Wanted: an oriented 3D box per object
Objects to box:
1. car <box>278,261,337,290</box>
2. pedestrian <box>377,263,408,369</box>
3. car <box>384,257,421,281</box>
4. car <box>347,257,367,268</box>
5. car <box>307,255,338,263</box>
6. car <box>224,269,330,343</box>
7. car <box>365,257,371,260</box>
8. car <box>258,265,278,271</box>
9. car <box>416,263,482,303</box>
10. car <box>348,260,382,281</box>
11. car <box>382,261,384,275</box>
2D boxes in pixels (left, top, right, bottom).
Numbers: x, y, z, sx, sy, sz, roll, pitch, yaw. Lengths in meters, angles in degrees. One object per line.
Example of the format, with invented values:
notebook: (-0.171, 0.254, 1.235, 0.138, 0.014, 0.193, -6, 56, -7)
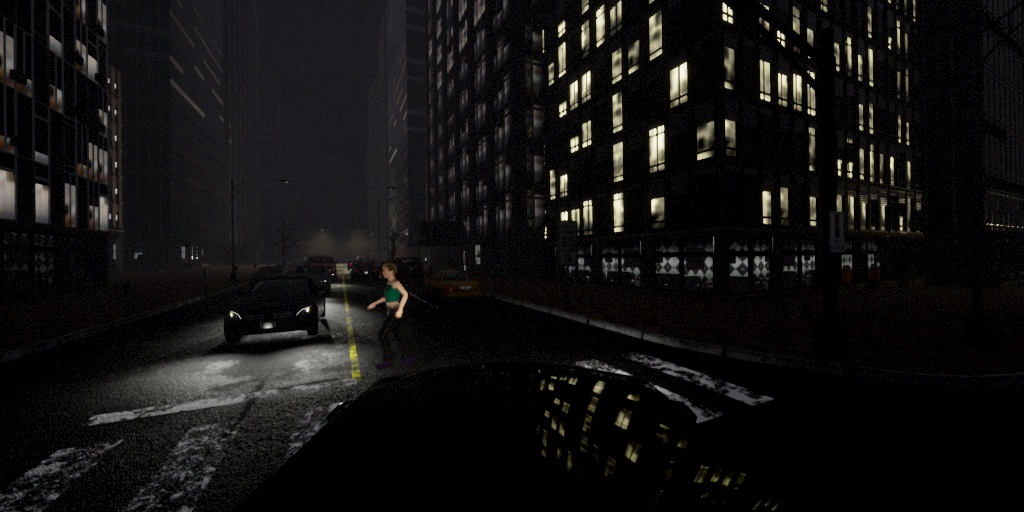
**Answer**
car: (-10.600, 1.226, 18.934, 2.128, 1.511, 4.902, -1, 0, -26)
pedestrian: (-2.093, 1.001, 6.263, 0.375, 1.860, 0.375, 0, 0, -26)
car: (-7.931, 0.990, 26.777, 2.192, 1.841, 5.009, 0, 0, -26)
car: (-21.315, 1.250, 48.667, 2.033, 1.411, 5.357, -1, 0, -26)
car: (-15.178, 0.957, 28.500, 2.150, 2.045, 5.566, -1, 0, -25)
car: (-6.316, 1.257, 9.990, 1.812, 1.442, 4.674, -1, 0, -24)
car: (-22.573, 1.219, 57.295, 1.888, 1.381, 4.507, 0, 0, -26)
car: (-15.467, 1.328, 23.114, 1.948, 1.339, 4.313, 0, 0, -26)
car: (-2.796, 1.198, 15.988, 1.751, 1.417, 4.829, 0, 0, -26)
car: (-12.242, 1.267, 29.753, 1.994, 1.385, 4.181, -1, 0, -26)
car: (-12.811, 1.221, 36.950, 1.888, 1.381, 4.507, 0, 0, -26)
